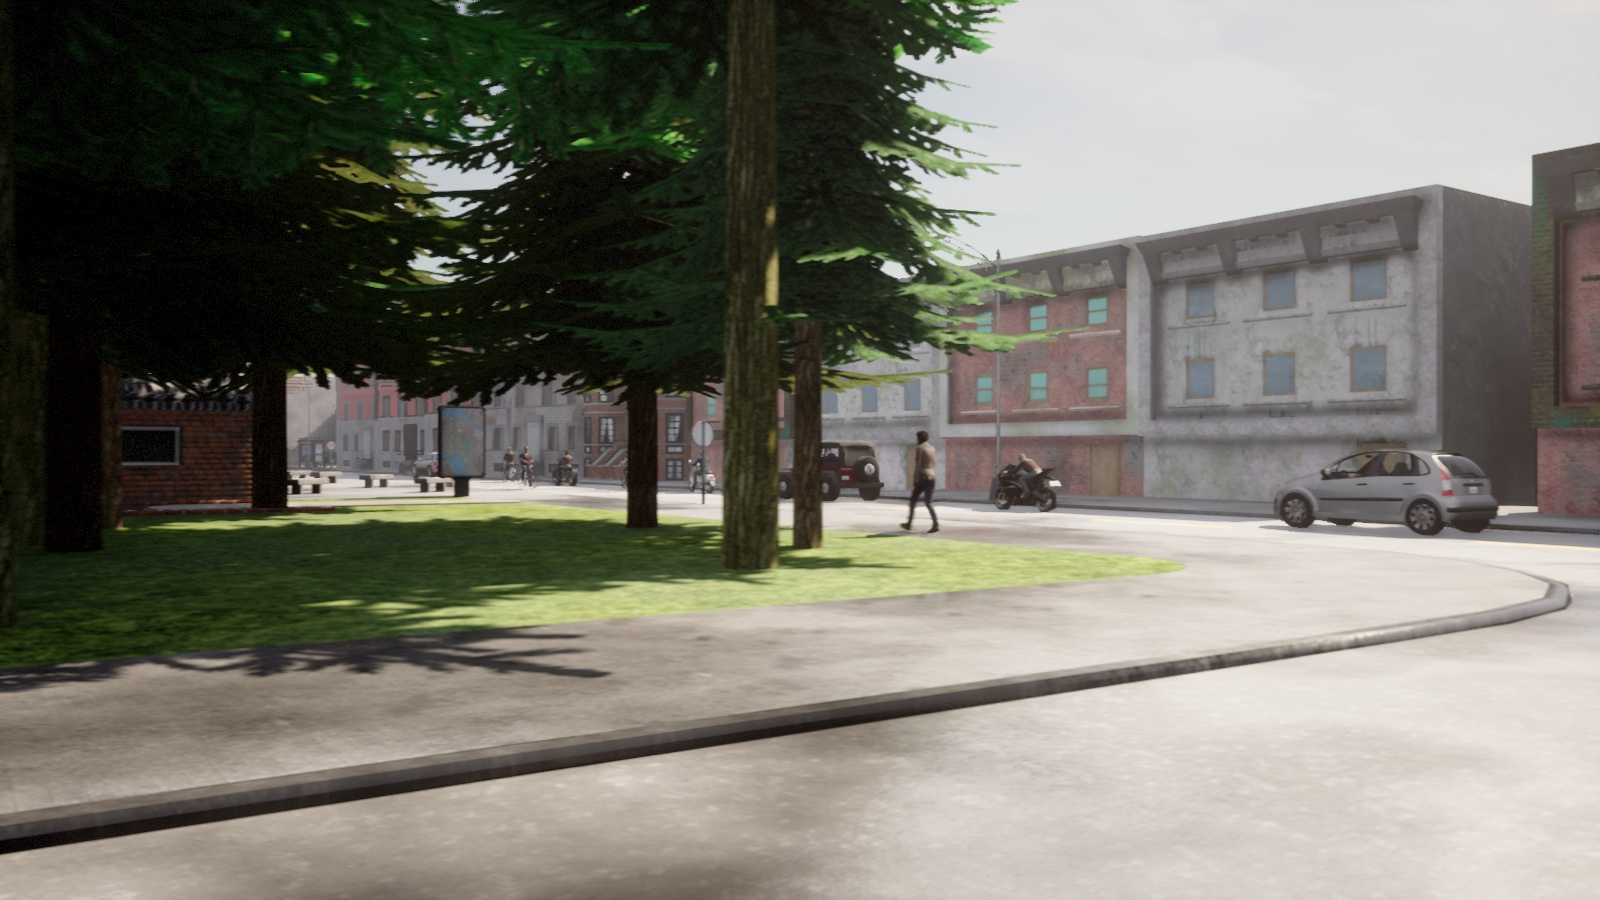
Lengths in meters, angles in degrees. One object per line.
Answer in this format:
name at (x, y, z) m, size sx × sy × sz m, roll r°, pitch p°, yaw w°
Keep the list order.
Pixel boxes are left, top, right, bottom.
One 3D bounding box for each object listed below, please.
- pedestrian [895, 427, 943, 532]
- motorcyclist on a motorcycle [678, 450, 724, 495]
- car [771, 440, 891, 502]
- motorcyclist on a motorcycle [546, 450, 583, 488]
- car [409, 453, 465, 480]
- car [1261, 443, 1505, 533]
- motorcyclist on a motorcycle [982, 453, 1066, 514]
pedestrian at (2.062, 0.504, 21.834) m, size 0.328 × 1.805 × 0.869 m, roll 0°, pitch 0°, yaw -36°
motorcyclist on a motorcycle at (-3.677, 0.819, 46.523) m, size 0.866 × 1.590 × 1.817 m, roll 0°, pitch 1°, yaw -35°
car at (0.939, 0.636, 39.808) m, size 1.905 × 1.878 × 3.866 m, roll 0°, pitch 0°, yaw -35°
motorcyclist on a motorcycle at (-10.642, 0.857, 56.655) m, size 0.766 × 1.649 × 2.350 m, roll 0°, pitch 0°, yaw -34°
car at (-20.562, 0.928, 71.024) m, size 1.970 × 1.475 × 3.806 m, roll 0°, pitch 0°, yaw -35°
car at (11.335, 0.680, 24.667) m, size 1.851 × 1.617 × 3.988 m, roll 0°, pitch 0°, yaw -33°
motorcyclist on a motorcycle at (5.818, 0.848, 32.712) m, size 0.866 × 1.530 × 2.191 m, roll 0°, pitch 0°, yaw -35°
